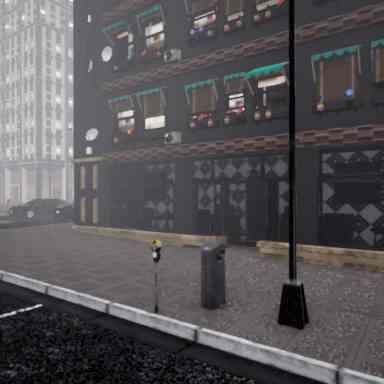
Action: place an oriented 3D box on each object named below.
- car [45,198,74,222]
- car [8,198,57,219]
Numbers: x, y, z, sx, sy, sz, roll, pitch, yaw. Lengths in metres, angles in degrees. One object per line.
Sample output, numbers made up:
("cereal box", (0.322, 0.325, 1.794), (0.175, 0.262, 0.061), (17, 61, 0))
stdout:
("car", (-7.317, 1.274, 22.792), (1.947, 1.339, 4.313), (1, 1, 35))
("car", (-11.882, 1.232, 26.388), (1.837, 1.490, 4.892), (0, 1, 35))
